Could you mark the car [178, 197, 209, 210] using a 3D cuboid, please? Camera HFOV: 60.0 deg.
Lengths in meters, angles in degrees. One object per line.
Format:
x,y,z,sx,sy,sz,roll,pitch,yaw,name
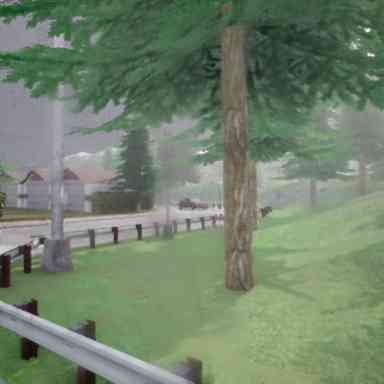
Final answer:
0.070,1.355,39.156,1.812,1.442,4.674,1,0,-32,car
